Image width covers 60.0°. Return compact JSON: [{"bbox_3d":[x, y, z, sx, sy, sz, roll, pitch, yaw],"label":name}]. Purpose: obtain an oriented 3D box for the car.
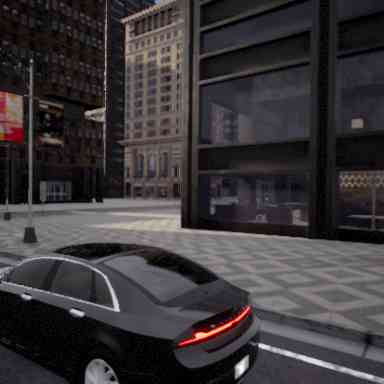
[{"bbox_3d":[-1.476,1.490,4.740,4.892,1.490,1.837,0,0,36],"label":"car"}]
